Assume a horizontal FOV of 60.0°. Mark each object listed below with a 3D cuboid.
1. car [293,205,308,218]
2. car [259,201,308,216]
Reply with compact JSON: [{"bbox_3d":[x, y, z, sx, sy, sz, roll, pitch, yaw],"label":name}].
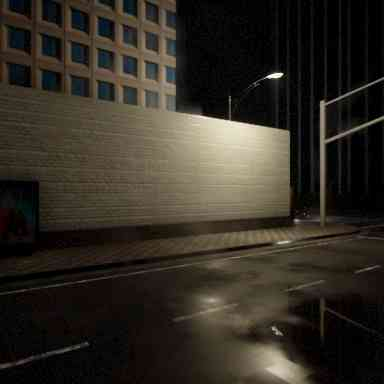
[{"bbox_3d":[8.138,1.581,29.990,1.812,1.442,4.674,0,0,-36],"label":"car"},{"bbox_3d":[9.339,1.656,34.316,1.895,1.301,4.718,0,0,-36],"label":"car"}]
